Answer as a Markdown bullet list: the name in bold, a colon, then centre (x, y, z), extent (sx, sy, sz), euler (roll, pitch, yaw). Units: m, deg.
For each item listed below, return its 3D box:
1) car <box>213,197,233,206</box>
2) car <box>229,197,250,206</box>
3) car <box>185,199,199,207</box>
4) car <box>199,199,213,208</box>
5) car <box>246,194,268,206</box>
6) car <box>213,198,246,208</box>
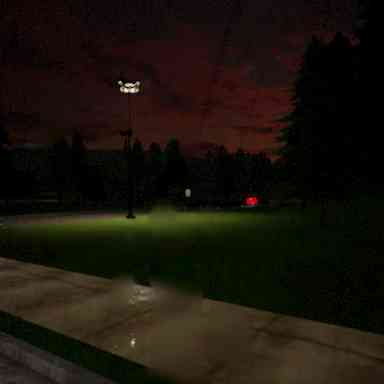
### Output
- **car**: centre (5.998, 1.806, 63.600), extent (1.812, 1.442, 4.674), euler (-1, 0, 36)
- **car**: centre (8.846, 1.769, 61.565), extent (1.812, 1.442, 4.674), euler (-1, 0, 36)
- **car**: centre (0.714, 1.853, 56.099), extent (1.994, 1.385, 4.181), euler (-1, 0, 36)
- **car**: centre (3.559, 1.816, 54.061), extent (1.994, 1.385, 4.181), euler (-1, 0, 36)
- **car**: centre (11.708, 1.428, 59.557), extent (2.150, 2.045, 5.566), euler (-1, 0, 36)
- **car**: centre (5.884, 1.708, 51.310), extent (2.128, 1.511, 4.902), euler (-1, 0, 36)
